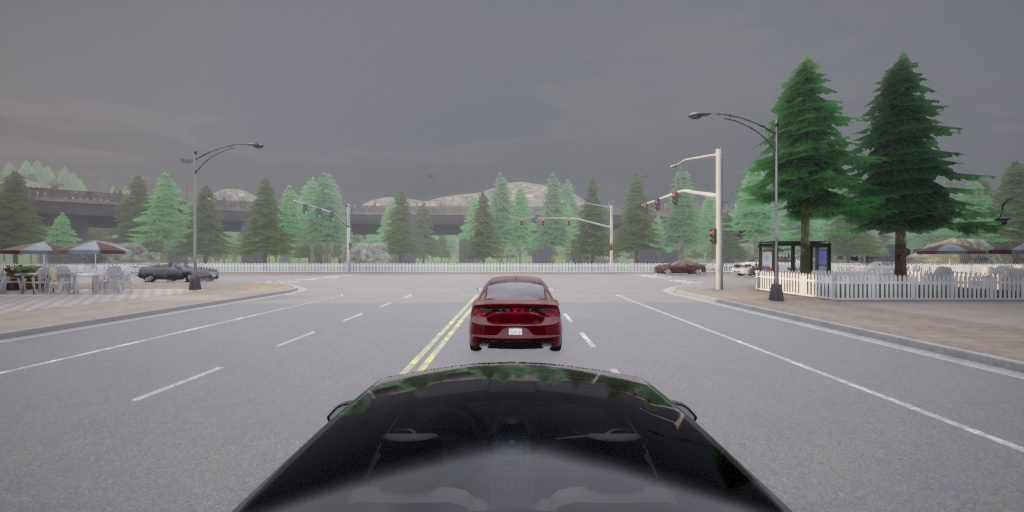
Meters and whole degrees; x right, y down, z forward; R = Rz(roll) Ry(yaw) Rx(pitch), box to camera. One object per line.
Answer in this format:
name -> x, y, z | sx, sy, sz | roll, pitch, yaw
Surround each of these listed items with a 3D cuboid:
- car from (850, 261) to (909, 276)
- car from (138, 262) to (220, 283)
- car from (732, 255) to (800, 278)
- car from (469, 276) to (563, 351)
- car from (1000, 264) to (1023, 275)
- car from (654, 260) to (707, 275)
car -> 37.049, 1.220, 36.197 | 4.674, 1.442, 1.812 | 0, 0, 5
car -> -24.318, 1.184, 26.262 | 4.902, 1.511, 2.128 | 0, 0, -1
car -> 23.542, 0.915, 33.167 | 5.566, 2.045, 2.150 | 0, 0, 1
car -> 0.100, 1.228, 9.014 | 1.882, 1.535, 5.008 | 0, 0, 1
car -> 46.092, 1.172, 31.111 | 5.008, 1.535, 1.882 | 0, 0, 18
car -> 17.199, 1.172, 36.713 | 5.008, 1.535, 1.882 | 0, 0, 0
